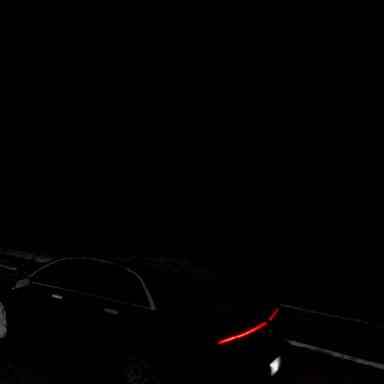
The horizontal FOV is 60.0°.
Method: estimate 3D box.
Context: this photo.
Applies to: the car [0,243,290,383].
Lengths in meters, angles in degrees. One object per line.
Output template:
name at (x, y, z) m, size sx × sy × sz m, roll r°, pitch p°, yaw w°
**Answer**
car at (-1.119, 1.506, 4.789) m, size 4.892 × 1.490 × 1.837 m, roll 0°, pitch 0°, yaw 36°
